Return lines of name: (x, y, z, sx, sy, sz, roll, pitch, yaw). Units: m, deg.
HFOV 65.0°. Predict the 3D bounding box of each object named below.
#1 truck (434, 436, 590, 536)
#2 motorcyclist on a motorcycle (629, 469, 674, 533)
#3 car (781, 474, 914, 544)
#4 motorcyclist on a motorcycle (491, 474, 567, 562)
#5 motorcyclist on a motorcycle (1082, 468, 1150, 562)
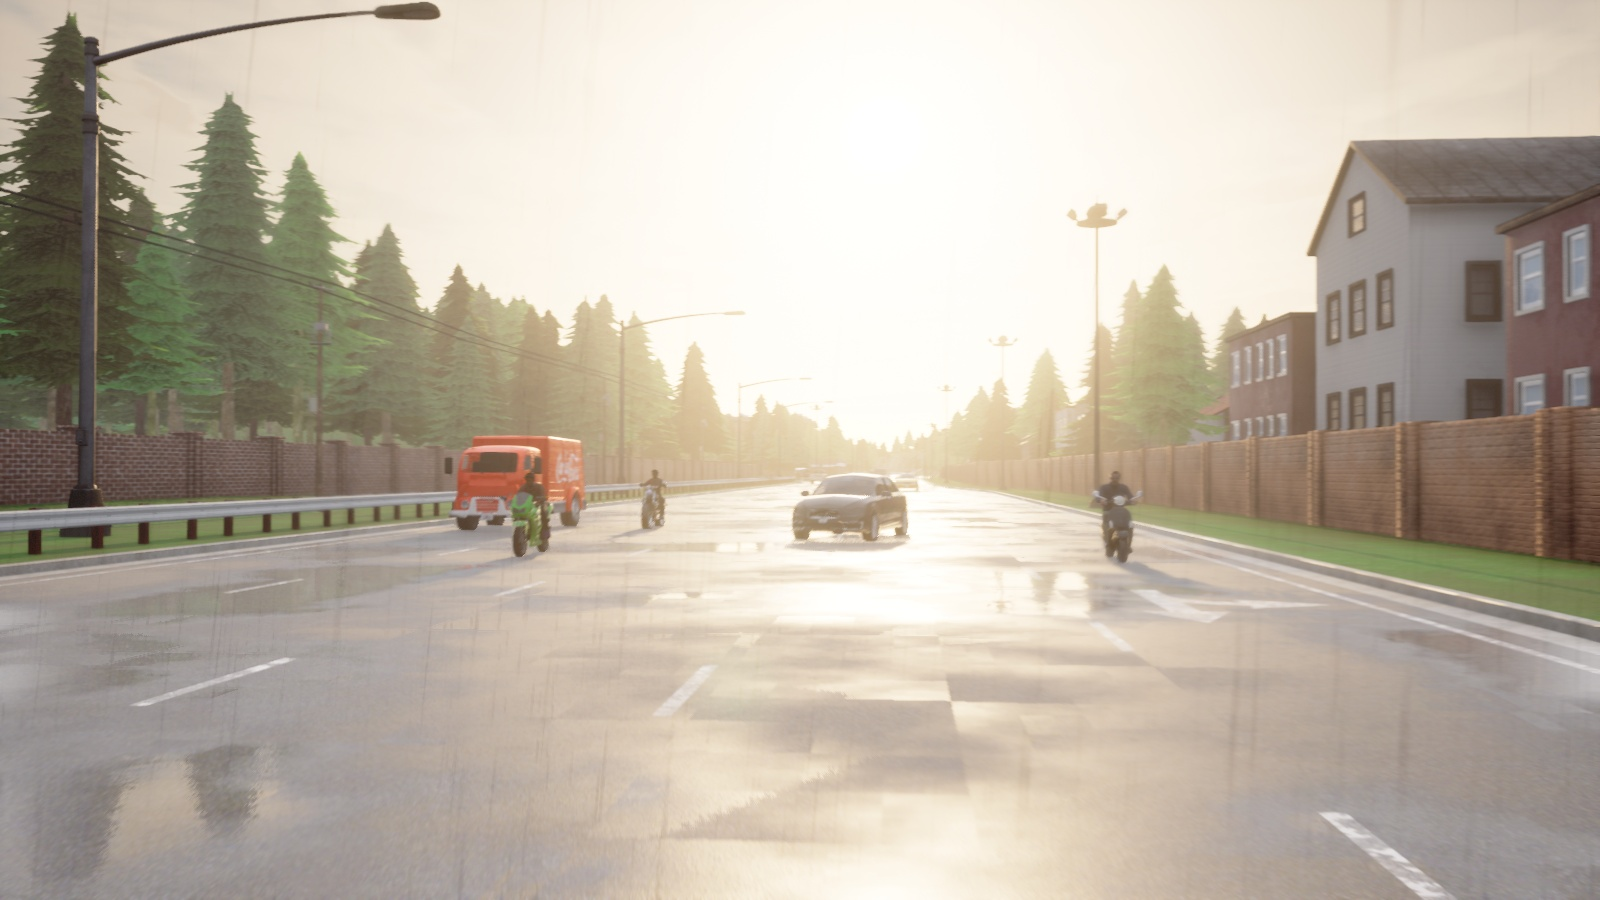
truck: (-7.559, 0.928, 33.659, 2.627, 2.467, 5.204, 0, -1, 5)
motorcyclist on a motorcycle: (-4.012, 1.356, 34.091, 0.766, 1.649, 2.350, 0, -1, 5)
car: (1.226, 1.310, 29.563, 1.837, 1.490, 4.892, -1, -1, 18)
motorcyclist on a motorcycle: (-4.925, 1.205, 22.945, 0.797, 1.523, 2.044, 0, -1, 5)
motorcyclist on a motorcycle: (5.544, 1.114, 22.146, 0.866, 1.590, 1.817, 0, -1, 5)
